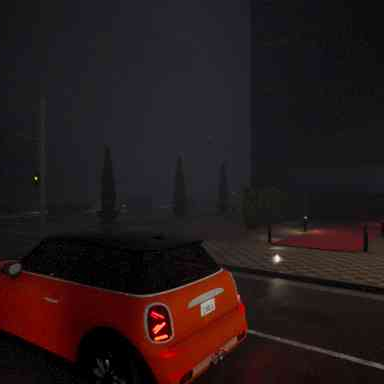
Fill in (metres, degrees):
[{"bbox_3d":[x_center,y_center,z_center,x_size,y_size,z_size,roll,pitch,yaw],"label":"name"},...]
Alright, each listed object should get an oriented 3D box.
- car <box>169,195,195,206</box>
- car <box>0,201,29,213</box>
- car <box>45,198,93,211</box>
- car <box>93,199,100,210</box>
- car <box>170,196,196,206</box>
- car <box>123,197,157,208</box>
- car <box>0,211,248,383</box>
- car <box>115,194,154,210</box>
[{"bbox_3d":[-1.717,1.354,57.330,2.097,1.767,4.553,0,0,36],"label":"car"},{"bbox_3d":[-19.107,1.601,33.357,1.895,1.301,4.718,0,0,36],"label":"car"},{"bbox_3d":[-13.323,1.601,35.381,1.895,1.301,4.718,0,0,36],"label":"car"},{"bbox_3d":[-13.648,1.491,40.902,2.128,1.511,4.902,0,0,36],"label":"car"},{"bbox_3d":[-1.097,1.526,52.240,1.812,1.442,4.674,0,0,36],"label":"car"},{"bbox_3d":[-7.676,1.491,49.145,2.128,1.511,4.902,0,0,36],"label":"car"},{"bbox_3d":[-1.544,1.352,5.095,4.553,1.767,2.097,0,0,36],"label":"car"},{"bbox_3d":[-7.595,1.221,43.291,2.150,2.045,5.566,0,0,36],"label":"car"}]
